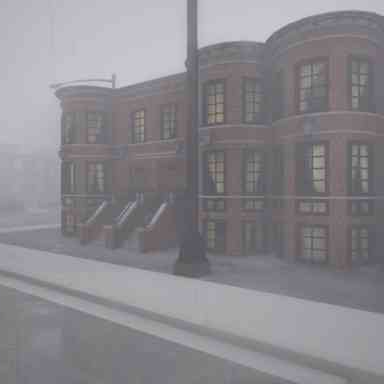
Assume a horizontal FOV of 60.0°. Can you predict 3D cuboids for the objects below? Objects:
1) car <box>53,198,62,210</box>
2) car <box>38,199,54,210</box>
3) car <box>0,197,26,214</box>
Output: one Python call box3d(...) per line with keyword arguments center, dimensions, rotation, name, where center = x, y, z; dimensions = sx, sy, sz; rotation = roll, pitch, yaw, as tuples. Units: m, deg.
box3d(center=(-14.194, 1.601, 41.171), dimensions=(1.895, 1.301, 4.718), rotation=(0, 0, 36), name="car")
box3d(center=(-17.260, 1.478, 42.899), dimensions=(1.882, 1.535, 5.008), rotation=(0, 0, 35), name="car")
box3d(center=(-19.473, 1.352, 33.762), dimensions=(2.097, 1.767, 4.553), rotation=(0, 0, 35), name="car")
